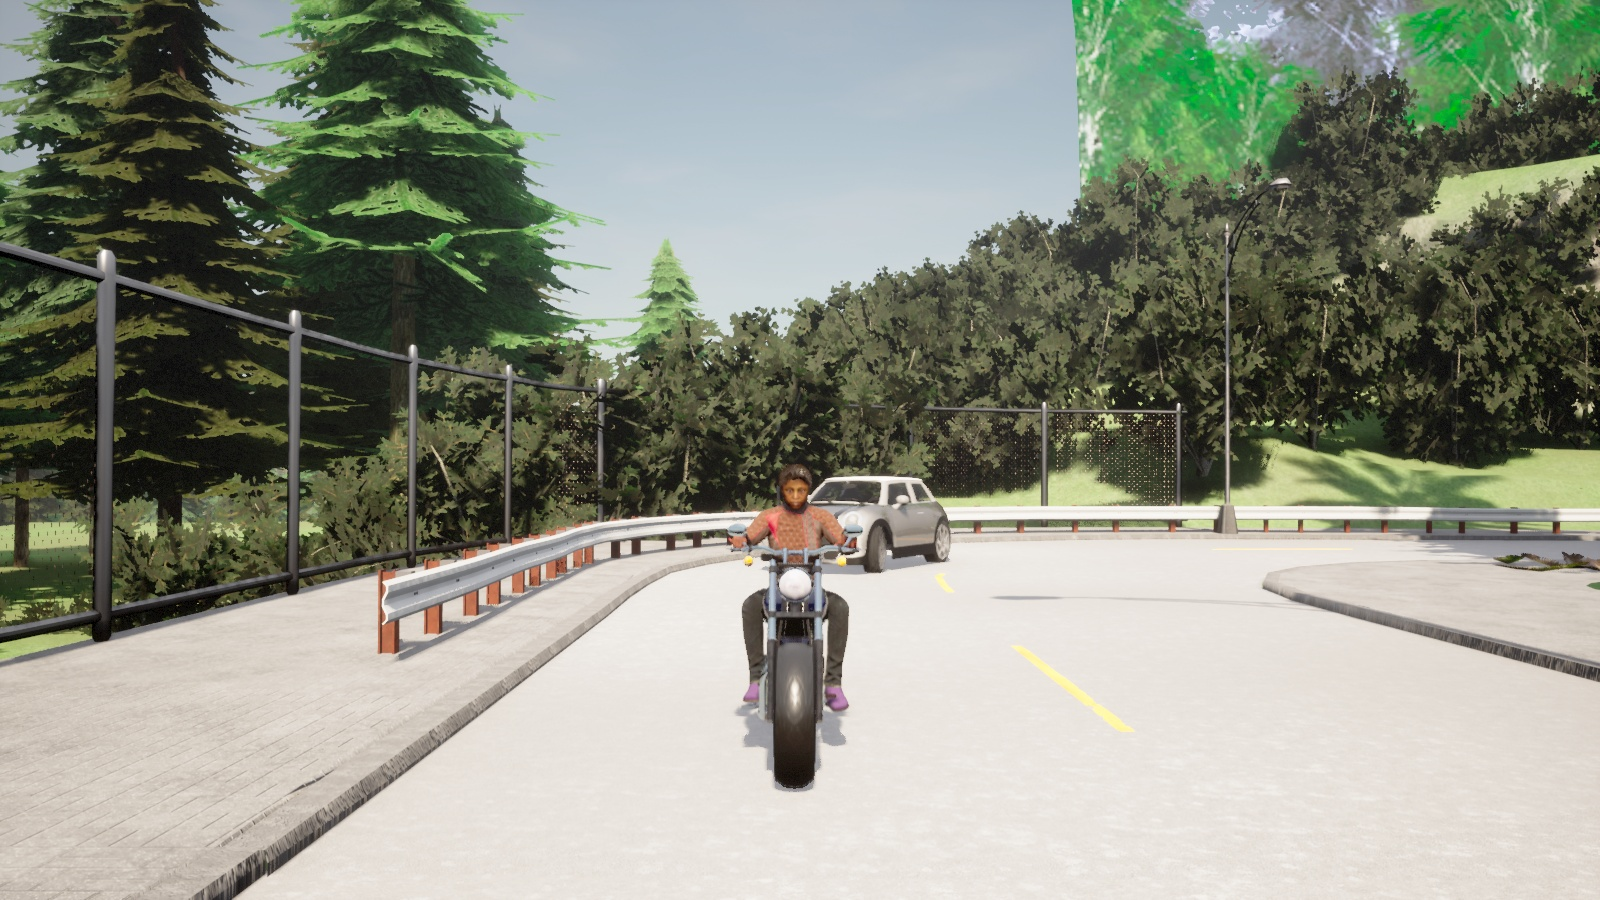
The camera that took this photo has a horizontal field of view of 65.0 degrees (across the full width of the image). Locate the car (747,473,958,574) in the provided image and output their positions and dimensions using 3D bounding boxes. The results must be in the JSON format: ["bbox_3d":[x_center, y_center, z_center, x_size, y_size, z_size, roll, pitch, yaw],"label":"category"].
[{"bbox_3d":[0.965,1.122,20.576,1.970,1.475,3.806,-1,-1,29],"label":"car"}]

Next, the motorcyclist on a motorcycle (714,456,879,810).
[{"bbox_3d":[-0.021,0.882,7.054,0.766,1.649,2.350,0,-1,0],"label":"motorcyclist on a motorcycle"}]
